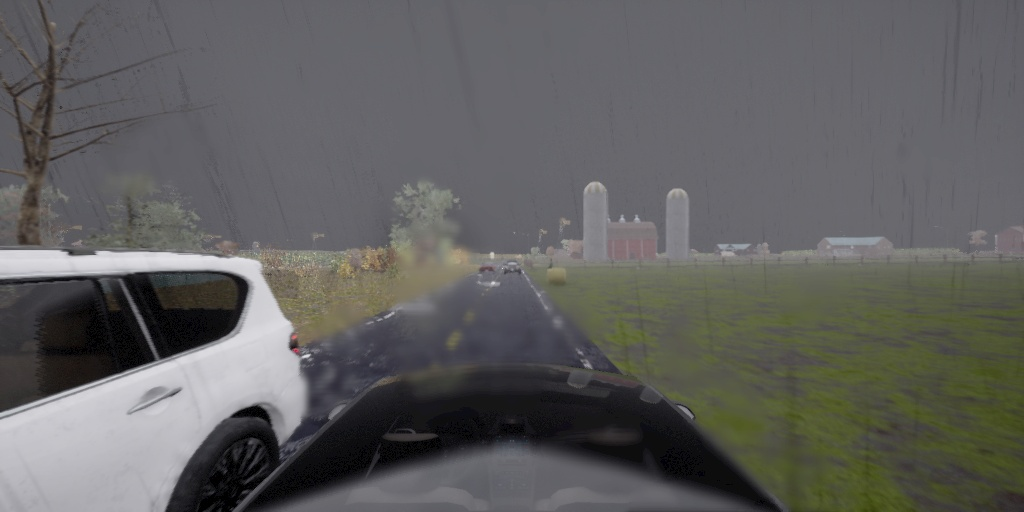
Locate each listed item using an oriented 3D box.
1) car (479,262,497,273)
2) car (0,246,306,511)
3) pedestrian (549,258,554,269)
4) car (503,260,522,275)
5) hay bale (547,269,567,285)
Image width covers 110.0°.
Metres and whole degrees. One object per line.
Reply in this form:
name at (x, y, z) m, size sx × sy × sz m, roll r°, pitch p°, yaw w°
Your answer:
car at (-2.840, 1.349, 42.512) m, size 1.895 × 1.301 × 4.718 m, roll 0°, pitch 0°, yaw 0°
car at (-2.851, 0.972, 0.816) m, size 2.150 × 2.045 × 5.566 m, roll 0°, pitch 0°, yaw 0°
pedestrian at (2.824, 1.024, 26.068) m, size 0.375 × 1.860 × 0.375 m, roll -1°, pitch 1°, yaw -3°
car at (0.055, 1.273, 39.886) m, size 1.812 × 1.442 × 4.674 m, roll 0°, pitch 0°, yaw 1°
hay bale at (3.124, 1.399, 24.982) m, size 1.220 × 1.180 × 1.240 m, roll 0°, pitch 0°, yaw 0°
